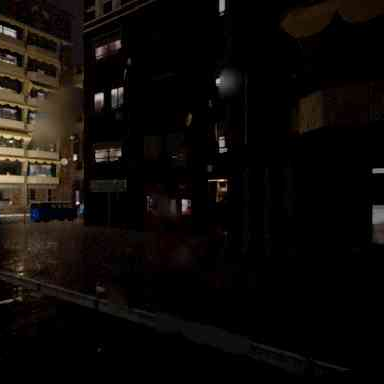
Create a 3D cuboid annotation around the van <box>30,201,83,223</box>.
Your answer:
[{"bbox_3d":[-11.897,1.706,28.812,1.690,1.788,3.998,-1,-2,35],"label":"van"}]

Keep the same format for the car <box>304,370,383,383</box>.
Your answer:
[{"bbox_3d":[2.403,1.551,1.163,4.403,1.369,2.008,0,0,35],"label":"car"}]
